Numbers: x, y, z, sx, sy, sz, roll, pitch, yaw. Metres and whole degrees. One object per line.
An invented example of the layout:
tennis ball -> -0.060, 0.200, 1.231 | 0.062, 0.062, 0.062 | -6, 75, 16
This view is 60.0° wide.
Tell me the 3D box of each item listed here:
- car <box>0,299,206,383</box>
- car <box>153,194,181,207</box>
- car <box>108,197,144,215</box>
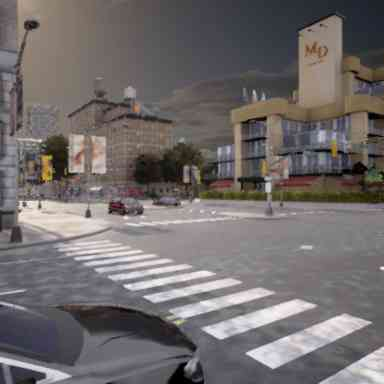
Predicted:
car -> -2.107, 1.494, 2.249 | 4.902, 1.511, 2.128 | 0, 0, -35
car -> -3.669, 1.415, 48.534 | 2.033, 1.411, 5.357 | 0, 0, -36
car -> -6.497, 1.281, 32.530 | 2.097, 1.767, 4.553 | 0, 0, -36
